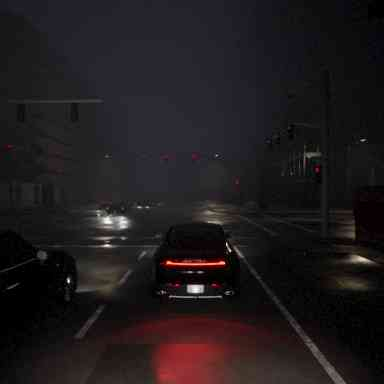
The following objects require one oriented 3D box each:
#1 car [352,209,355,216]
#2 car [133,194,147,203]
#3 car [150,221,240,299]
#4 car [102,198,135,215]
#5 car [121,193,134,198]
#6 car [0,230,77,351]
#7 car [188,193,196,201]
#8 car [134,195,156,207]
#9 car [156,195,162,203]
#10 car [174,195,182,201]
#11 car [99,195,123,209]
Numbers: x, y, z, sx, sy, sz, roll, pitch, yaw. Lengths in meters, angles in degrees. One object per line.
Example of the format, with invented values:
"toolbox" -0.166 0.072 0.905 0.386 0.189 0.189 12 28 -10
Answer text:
"car" 15.976 1.656 27.665 4.718 1.301 1.895 0 0 0
"car" -10.682 1.352 68.586 2.097 1.767 4.553 0 0 1
"car" 0.082 1.505 8.441 1.837 1.490 4.892 0 0 0
"car" -7.365 1.624 33.931 1.895 1.301 4.718 0 0 -1
"car" -10.914 1.223 55.248 2.150 2.045 5.566 0 0 1
"car" -3.445 1.352 5.119 2.097 1.767 4.553 0 0 0
"car" -0.004 1.225 84.459 2.150 2.045 5.566 0 0 1
"car" -7.443 1.548 52.890 2.033 1.411 5.357 0 0 1
"car" -7.189 1.477 68.371 1.882 1.535 5.008 0 0 1
"car" -3.507 1.553 84.235 1.994 1.385 4.181 0 0 1
"car" -10.962 1.478 44.314 1.882 1.535 5.008 0 0 0
